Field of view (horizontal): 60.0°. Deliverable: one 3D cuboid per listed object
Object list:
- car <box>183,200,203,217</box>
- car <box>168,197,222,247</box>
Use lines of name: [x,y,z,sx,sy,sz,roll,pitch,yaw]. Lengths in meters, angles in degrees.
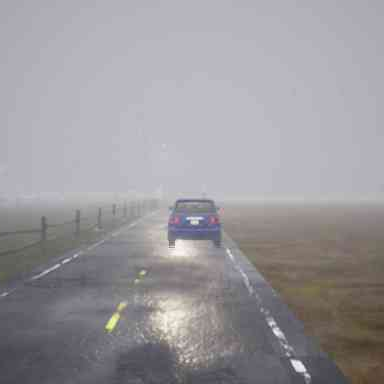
car: [0.104,1.579,33.340,1.812,1.442,4.674,0,0,0]
car: [0.104,1.240,15.159,2.150,2.045,5.566,0,0,0]
